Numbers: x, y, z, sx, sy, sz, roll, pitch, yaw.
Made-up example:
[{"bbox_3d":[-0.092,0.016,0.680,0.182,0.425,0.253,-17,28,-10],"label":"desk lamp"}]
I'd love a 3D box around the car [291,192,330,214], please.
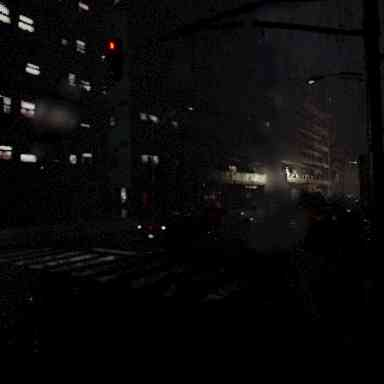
[{"bbox_3d":[11.800,1.088,33.575,2.150,2.045,5.566,-2,-1,36],"label":"car"}]

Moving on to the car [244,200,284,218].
[{"bbox_3d":[6.782,1.537,31.073,2.008,1.369,4.403,-2,-1,36],"label":"car"}]

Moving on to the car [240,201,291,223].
[{"bbox_3d":[5.419,1.553,24.817,1.895,1.301,4.718,-2,-1,36],"label":"car"}]

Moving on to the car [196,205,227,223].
[{"bbox_3d":[0.759,1.614,22.962,1.887,1.381,4.507,-2,-1,36],"label":"car"}]

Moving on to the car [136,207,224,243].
[{"bbox_3d":[-0.583,1.634,16.554,1.895,1.301,4.718,-2,-1,35],"label":"car"}]

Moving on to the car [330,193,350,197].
[{"bbox_3d":[23.457,1.081,53.964,2.192,1.841,5.009,-2,-1,36],"label":"car"}]

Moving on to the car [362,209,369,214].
[{"bbox_3d":[16.888,1.244,30.716,1.947,1.339,4.313,-2,-1,36],"label":"car"}]

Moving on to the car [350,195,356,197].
[{"bbox_3d":[30.136,1.233,63.117,2.008,1.369,4.403,-2,-1,36],"label":"car"}]

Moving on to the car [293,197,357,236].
[{"bbox_3d":[6.968,1.250,16.921,1.967,1.590,4.097,-2,-1,36],"label":"car"}]
